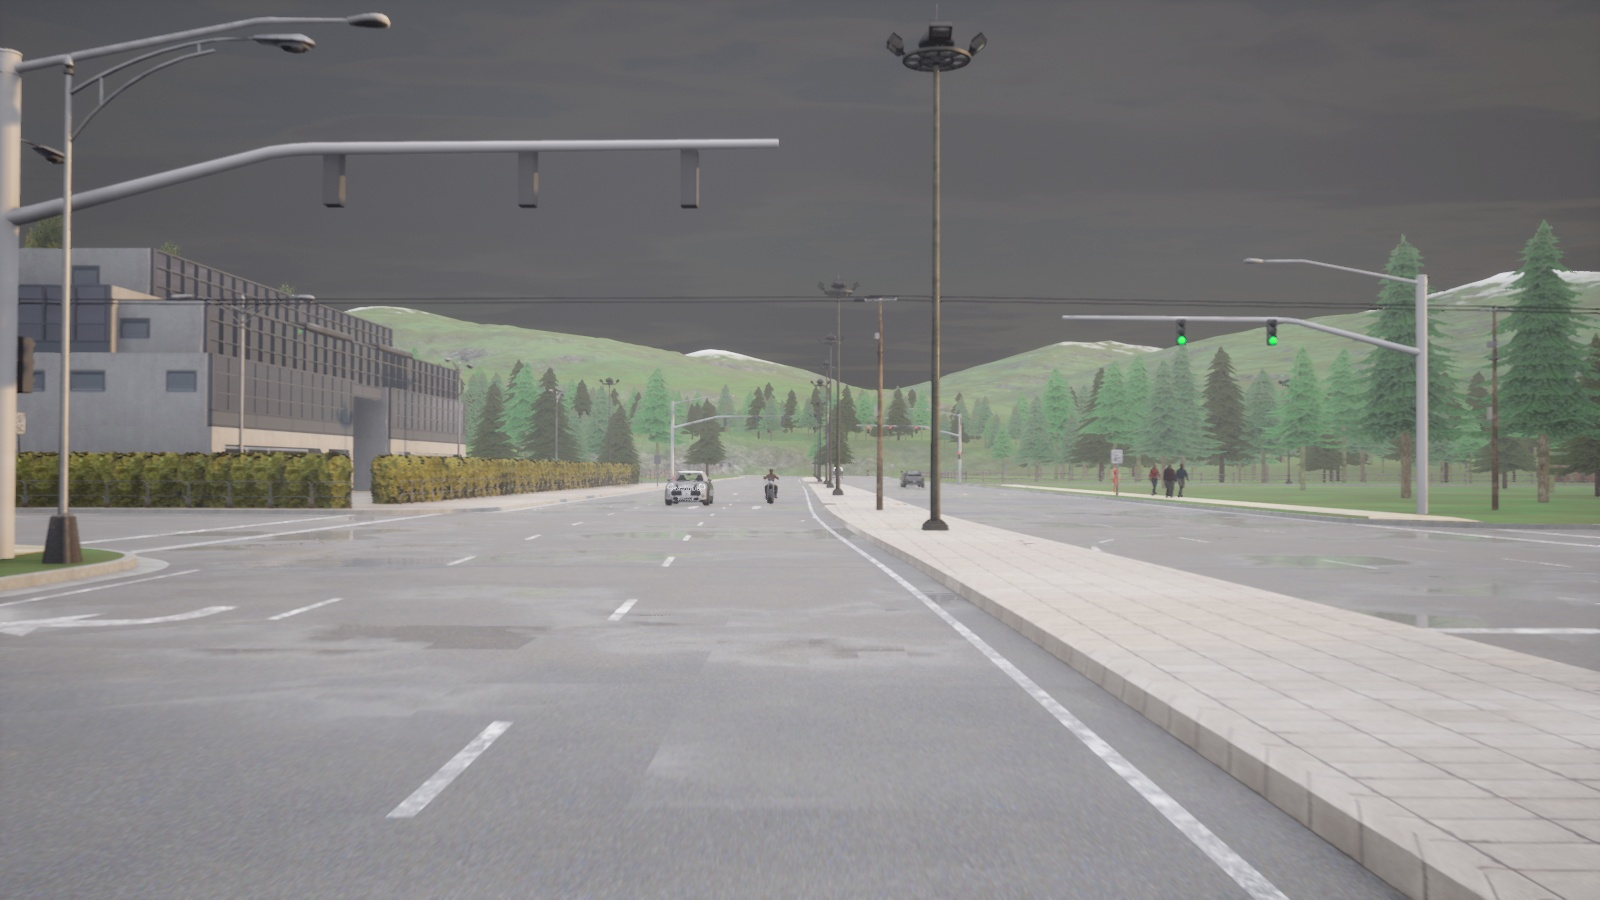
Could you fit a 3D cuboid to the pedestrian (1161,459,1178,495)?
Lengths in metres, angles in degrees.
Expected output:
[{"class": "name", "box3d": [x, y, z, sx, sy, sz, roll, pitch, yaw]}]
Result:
[{"class": "pedestrian", "box3d": [18.787, 1.377, 63.850, 0.634, 1.844, 0.899, 0, -1, 1]}]

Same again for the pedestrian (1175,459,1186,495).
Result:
[{"class": "pedestrian", "box3d": [19.630, 1.389, 64.812, 0.370, 1.835, 0.726, 0, -1, 1]}]

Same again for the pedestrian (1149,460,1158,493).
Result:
[{"class": "pedestrian", "box3d": [19.391, 1.453, 68.860, 0.331, 1.846, 0.636, 0, -1, 1]}]

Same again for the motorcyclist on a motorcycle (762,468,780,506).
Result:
[{"class": "motorcyclist on a motorcycle", "box3d": [-1.313, 1.662, 56.959, 0.766, 1.649, 2.350, 0, -1, 0]}]

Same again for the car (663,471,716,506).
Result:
[{"class": "car", "box3d": [-4.812, 1.663, 55.183, 1.970, 1.475, 3.806, 0, -1, 0]}]
